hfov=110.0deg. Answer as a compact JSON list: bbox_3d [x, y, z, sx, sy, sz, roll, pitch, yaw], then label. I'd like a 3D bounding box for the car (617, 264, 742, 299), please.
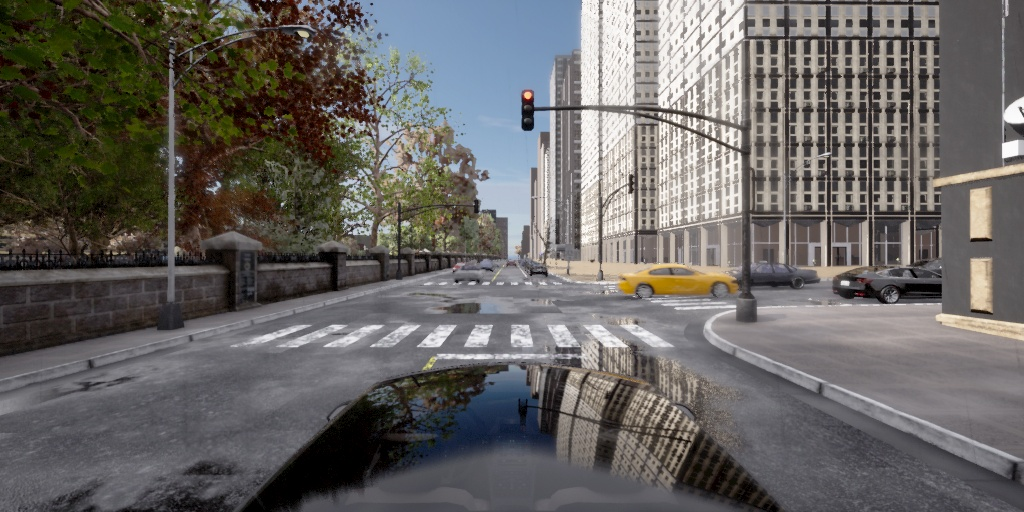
[{"bbox_3d":[7.407,1.107,16.396,5.008,1.535,1.882,-2,1,11],"label":"car"}]

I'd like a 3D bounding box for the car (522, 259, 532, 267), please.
[{"bbox_3d":[2.560,1.335,41.716,1.948,1.339,4.313,0,0,0],"label":"car"}]

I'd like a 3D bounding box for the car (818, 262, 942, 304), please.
[{"bbox_3d":[14.647,1.026,13.540,4.313,1.339,1.948,0,0,0],"label":"car"}]

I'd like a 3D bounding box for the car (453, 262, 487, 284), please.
[{"bbox_3d":[-3.182,1.360,27.302,1.895,1.301,4.718,0,0,0],"label":"car"}]

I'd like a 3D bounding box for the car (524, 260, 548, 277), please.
[{"bbox_3d":[2.578,1.331,36.083,1.948,1.339,4.313,0,0,0],"label":"car"}]

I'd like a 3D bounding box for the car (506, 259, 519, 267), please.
[{"bbox_3d":[-0.103,1.320,65.347,1.812,1.442,4.674,0,0,0],"label":"car"}]

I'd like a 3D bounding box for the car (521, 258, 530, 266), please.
[{"bbox_3d":[2.542,1.339,47.348,1.948,1.339,4.313,0,0,0],"label":"car"}]

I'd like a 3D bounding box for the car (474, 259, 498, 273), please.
[{"bbox_3d":[-3.236,1.319,44.683,2.033,1.411,5.357,0,0,0],"label":"car"}]

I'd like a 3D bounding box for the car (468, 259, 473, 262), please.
[{"bbox_3d":[-5.820,1.351,41.688,1.802,1.307,4.207,0,0,0],"label":"car"}]

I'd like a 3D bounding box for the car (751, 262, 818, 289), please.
[{"bbox_3d":[13.391,1.054,19.310,5.357,1.411,2.033,-1,0,-1],"label":"car"}]

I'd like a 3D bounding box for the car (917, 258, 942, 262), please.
[{"bbox_3d":[23.229,0.844,19.406,4.892,1.490,1.837,-1,0,-1],"label":"car"}]
